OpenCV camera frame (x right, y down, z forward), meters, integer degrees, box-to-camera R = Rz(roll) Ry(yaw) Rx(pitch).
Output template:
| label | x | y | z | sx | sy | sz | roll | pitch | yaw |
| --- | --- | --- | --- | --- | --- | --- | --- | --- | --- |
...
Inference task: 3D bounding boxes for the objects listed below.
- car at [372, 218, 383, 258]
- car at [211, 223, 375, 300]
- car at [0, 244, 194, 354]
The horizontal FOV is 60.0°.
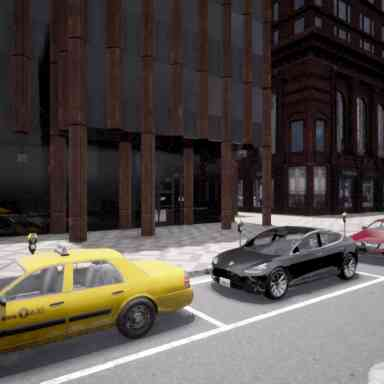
| label | x | y | z | sx | sy | sz | roll | pitch | yaw |
| --- | --- | --- | --- | --- | --- | --- | --- | --- | --- |
| car | 7.077 | 1.583 | 11.664 | 4.206 | 1.307 | 1.802 | 0 | 0 | -35 |
| car | 2.480 | 1.566 | 8.401 | 4.313 | 1.339 | 1.947 | 0 | 0 | -35 |
| car | -2.255 | 1.525 | 5.040 | 4.829 | 1.417 | 1.752 | 0 | 0 | -35 |
